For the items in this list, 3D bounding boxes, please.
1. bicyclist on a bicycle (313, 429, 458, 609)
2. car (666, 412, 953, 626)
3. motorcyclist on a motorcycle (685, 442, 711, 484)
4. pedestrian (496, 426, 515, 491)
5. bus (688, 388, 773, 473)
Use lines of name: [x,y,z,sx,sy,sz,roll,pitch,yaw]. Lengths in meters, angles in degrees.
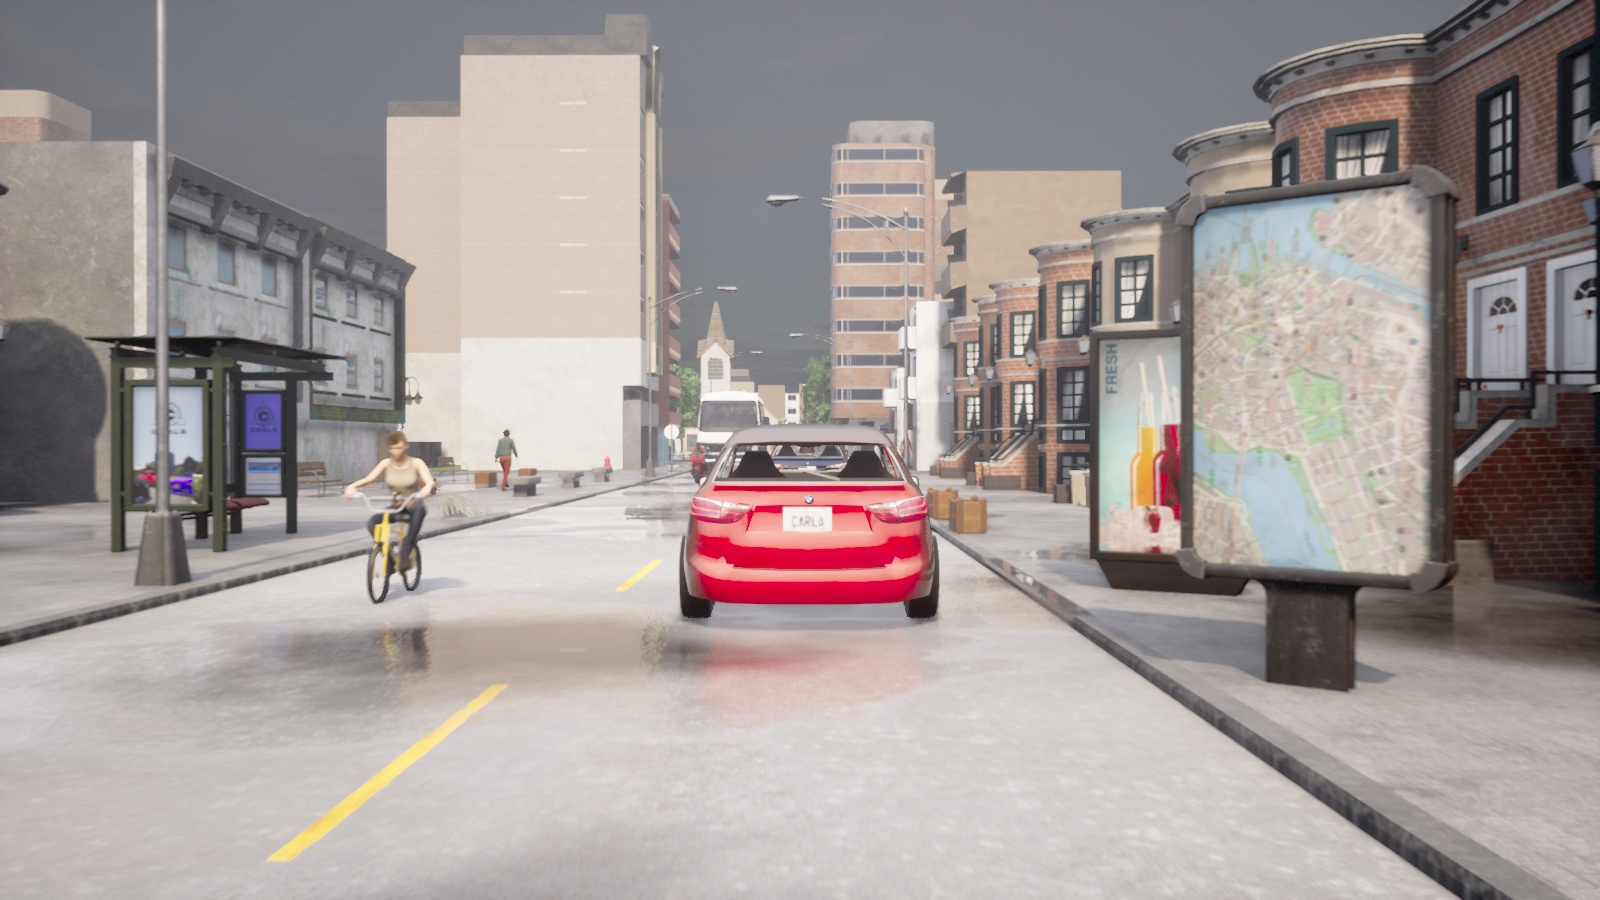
bicyclist on a bicycle: [-3.911,0.612,11.980,0.866,1.612,1.509,0,0,1]
car: [0.085,0.523,12.106,2.242,1.667,4.611,0,0,0]
motorcyclist on a motorcycle: [-3.727,0.466,45.984,0.797,1.523,2.044,0,0,0]
pedestrian: [-8.478,0.246,36.153,0.353,1.847,0.614,0,0,3]
bus: [-3.634,-1.019,68.525,3.944,4.253,10.273,0,0,1]
